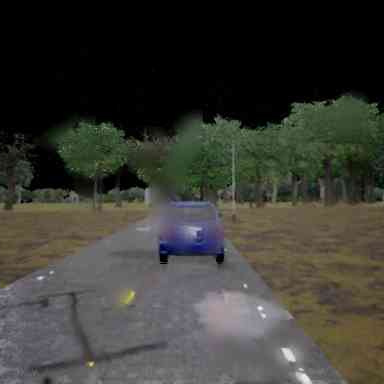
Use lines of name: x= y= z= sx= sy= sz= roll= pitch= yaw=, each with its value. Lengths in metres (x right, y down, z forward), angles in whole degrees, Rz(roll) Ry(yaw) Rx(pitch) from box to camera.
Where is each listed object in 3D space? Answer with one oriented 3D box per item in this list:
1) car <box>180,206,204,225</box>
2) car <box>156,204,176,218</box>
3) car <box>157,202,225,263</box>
car: x=-0.012 y=1.930 z=28.325 sx=1.895 sy=1.301 sz=4.718 roll=0 pitch=-1 yaw=0
car: x=-2.801 y=2.039 z=36.887 sx=1.895 sy=1.301 sz=4.718 roll=0 pitch=-1 yaw=0
car: x=-0.004 y=1.366 z=12.628 sx=2.150 sy=2.045 sz=5.566 roll=0 pitch=0 yaw=0
